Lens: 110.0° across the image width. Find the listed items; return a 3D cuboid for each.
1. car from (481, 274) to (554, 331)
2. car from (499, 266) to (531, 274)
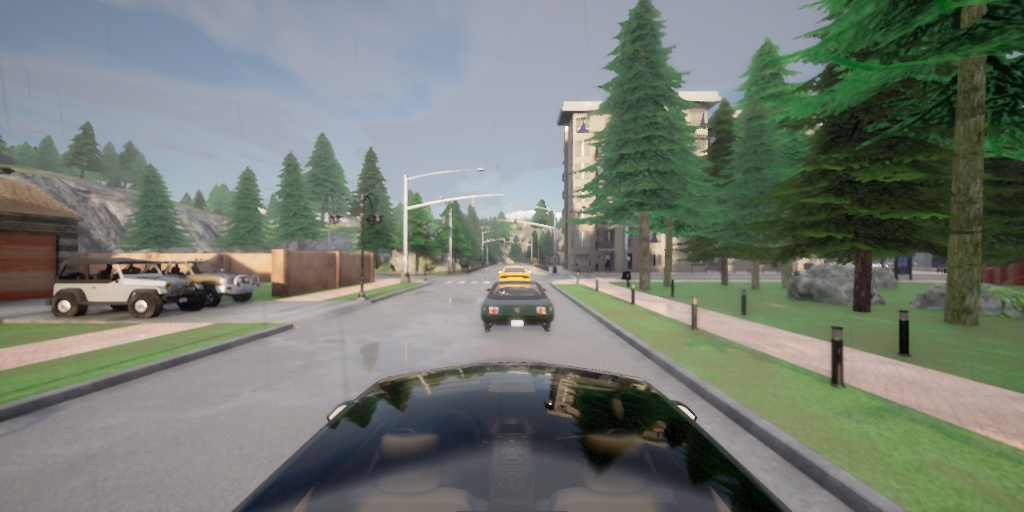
[{"bbox_3d":[0.146,1.413,11.230,1.895,1.301,4.718,0,0,0],"label":"car"},{"bbox_3d":[0.178,1.361,22.313,1.882,1.535,5.008,0,0,0],"label":"car"}]
